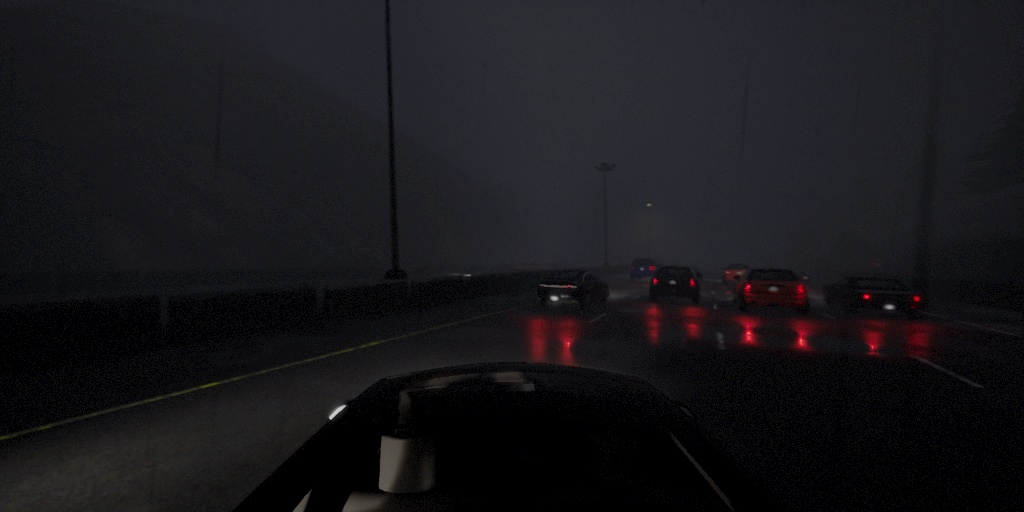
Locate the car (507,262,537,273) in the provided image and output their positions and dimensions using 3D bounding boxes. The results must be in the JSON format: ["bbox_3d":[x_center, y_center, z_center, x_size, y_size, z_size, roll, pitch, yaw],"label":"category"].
[{"bbox_3d":[1.733,1.479,42.870,1.882,1.535,5.008,0,-1,29],"label":"car"}]

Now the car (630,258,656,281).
[{"bbox_3d":[12.305,1.234,32.752,2.150,2.045,5.566,0,0,29],"label":"car"}]

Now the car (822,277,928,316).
[{"bbox_3d":[14.332,1.520,14.532,1.895,1.301,4.718,0,0,29],"label":"car"}]

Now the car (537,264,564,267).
[{"bbox_3d":[5.007,1.617,41.554,1.895,1.301,4.718,0,0,29],"label":"car"}]

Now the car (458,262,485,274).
[{"bbox_3d":[-4.882,1.498,45.383,1.812,1.442,4.674,0,-1,29],"label":"car"}]

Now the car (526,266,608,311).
[{"bbox_3d":[2.711,1.338,15.151,2.128,1.511,4.902,0,0,29],"label":"car"}]

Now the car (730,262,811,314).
[{"bbox_3d":[10.569,1.249,14.940,2.097,1.767,4.553,0,0,29],"label":"car"}]

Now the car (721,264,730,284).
[{"bbox_3d":[18.549,1.388,29.570,2.097,1.767,4.553,0,0,28],"label":"car"}]

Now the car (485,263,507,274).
[{"bbox_3d":[-0.956,1.598,45.233,1.895,1.301,4.718,0,0,29],"label":"car"}]

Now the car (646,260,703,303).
[{"bbox_3d":[8.365,1.254,18.209,2.097,1.767,4.553,0,0,29],"label":"car"}]
